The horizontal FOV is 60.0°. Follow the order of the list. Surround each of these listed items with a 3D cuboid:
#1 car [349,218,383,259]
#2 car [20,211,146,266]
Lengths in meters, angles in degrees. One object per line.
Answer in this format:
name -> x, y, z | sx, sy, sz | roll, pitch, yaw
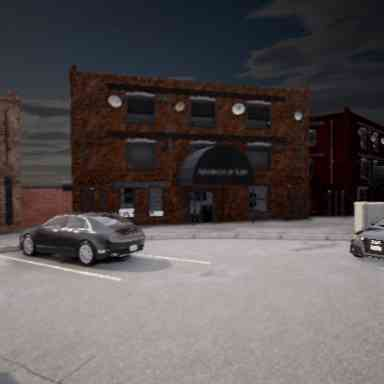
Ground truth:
car -> 7.031, 1.454, 10.900 | 4.181, 1.385, 1.994 | 0, 1, -35
car -> -3.764, 1.398, 11.142 | 4.892, 1.521, 2.231 | 0, 0, 32
